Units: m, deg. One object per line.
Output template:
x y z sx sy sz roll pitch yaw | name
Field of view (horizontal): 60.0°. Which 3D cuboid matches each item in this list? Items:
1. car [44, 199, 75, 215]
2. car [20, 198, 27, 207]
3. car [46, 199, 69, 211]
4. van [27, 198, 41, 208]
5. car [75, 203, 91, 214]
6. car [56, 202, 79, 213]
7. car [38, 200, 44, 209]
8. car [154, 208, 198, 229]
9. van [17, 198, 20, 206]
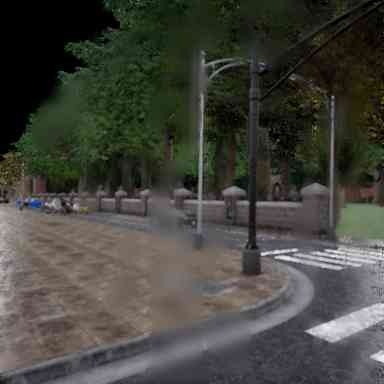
-16.218 1.945 40.647 1.837 1.490 4.892 2 -2 -35 | car
-34.221 2.241 70.446 2.192 1.841 5.009 1 -1 -35 | car
-20.995 1.976 51.886 2.192 1.841 5.009 1 -1 -35 | car
-30.915 2.198 65.806 1.690 1.788 3.998 1 -1 -35 | van
-14.483 2.064 42.739 1.752 1.417 4.829 1 -1 -35 | car
-17.691 2.143 47.241 1.887 1.381 4.507 1 -1 -35 | car
-24.304 2.307 56.521 1.802 1.307 4.206 1 -1 -35 | car
-1.157 1.861 24.040 2.008 1.369 4.403 1 -1 -35 | car
-40.835 2.408 79.726 1.690 1.788 3.998 1 -1 -35 | van
